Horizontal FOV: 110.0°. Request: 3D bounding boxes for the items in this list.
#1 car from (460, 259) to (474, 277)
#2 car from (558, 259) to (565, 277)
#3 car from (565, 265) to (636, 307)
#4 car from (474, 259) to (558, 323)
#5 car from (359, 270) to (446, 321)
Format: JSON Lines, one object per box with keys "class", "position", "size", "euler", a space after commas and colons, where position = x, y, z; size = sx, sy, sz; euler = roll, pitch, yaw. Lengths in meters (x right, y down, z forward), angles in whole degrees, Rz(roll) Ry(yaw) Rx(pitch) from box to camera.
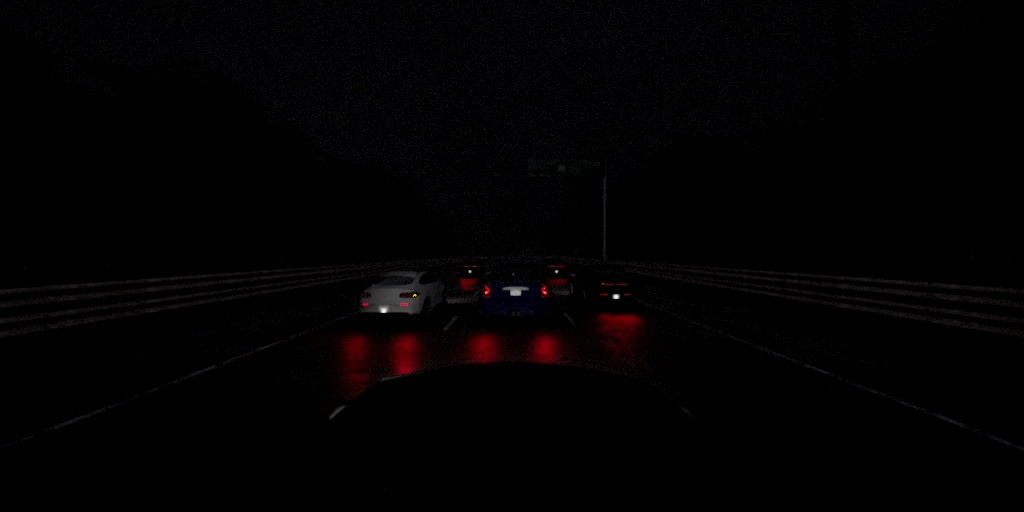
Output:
{"class": "car", "position": [-3.391, 0.982, 31.403], "size": [1.837, 1.490, 4.892], "euler": [0, 0, 0]}
{"class": "car", "position": [3.608, 0.983, 31.365], "size": [1.837, 1.490, 4.892], "euler": [0, 0, 0]}
{"class": "car", "position": [3.605, 1.131, 14.828], "size": [1.837, 1.490, 4.892], "euler": [0, 1, 0]}
{"class": "car", "position": [0.102, 1.004, 11.826], "size": [2.097, 1.767, 4.553], "euler": [0, 0, 0]}
{"class": "car", "position": [-3.409, 1.179, 11.826], "size": [1.812, 1.442, 4.674], "euler": [0, 1, 0]}
